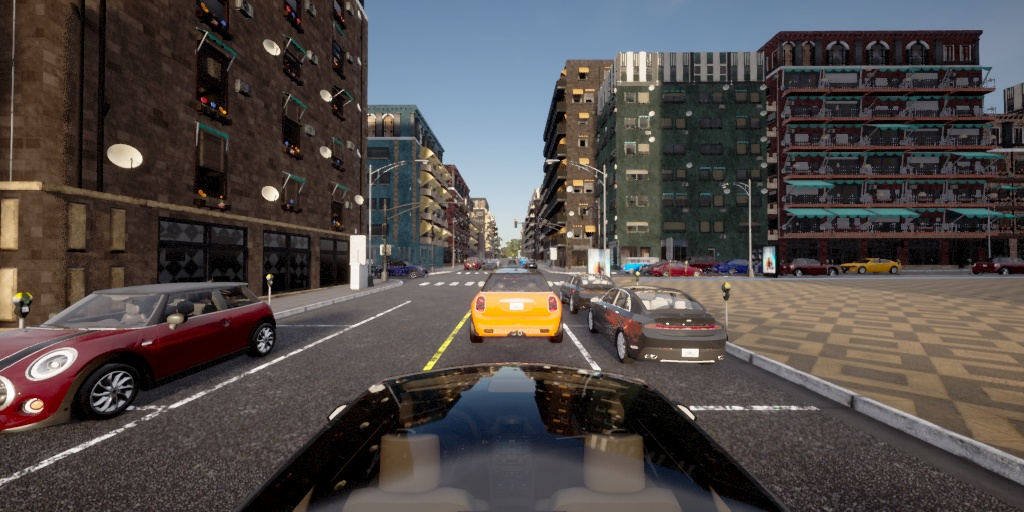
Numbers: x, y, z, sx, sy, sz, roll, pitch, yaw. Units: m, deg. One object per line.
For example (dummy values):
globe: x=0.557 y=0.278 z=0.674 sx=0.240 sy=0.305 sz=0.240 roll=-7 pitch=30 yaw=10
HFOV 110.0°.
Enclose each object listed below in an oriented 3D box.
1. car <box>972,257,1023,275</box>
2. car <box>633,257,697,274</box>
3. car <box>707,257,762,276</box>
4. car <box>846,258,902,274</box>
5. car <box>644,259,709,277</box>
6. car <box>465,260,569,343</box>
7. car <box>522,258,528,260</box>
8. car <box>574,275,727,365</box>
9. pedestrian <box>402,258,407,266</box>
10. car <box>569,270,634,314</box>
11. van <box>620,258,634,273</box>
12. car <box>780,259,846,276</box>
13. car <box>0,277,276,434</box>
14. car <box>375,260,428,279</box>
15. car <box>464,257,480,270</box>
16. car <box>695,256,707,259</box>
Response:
car: x=41.352 y=0.811 z=29.857 sx=4.097 sy=1.591 sz=1.967 roll=0 pitch=0 yaw=0
car: x=15.210 y=1.147 z=35.852 sx=4.902 sy=1.511 sz=2.128 roll=0 pitch=-1 yaw=0
car: x=20.964 y=1.041 z=32.611 sx=5.008 sy=1.535 sz=1.882 roll=0 pitch=-1 yaw=0
car: x=35.609 y=0.978 z=35.691 sx=5.008 sy=1.535 sz=1.882 roll=0 pitch=-1 yaw=0
car: x=13.715 y=1.162 z=30.062 sx=4.207 sy=1.307 sz=1.802 roll=0 pitch=0 yaw=0
car: x=0.100 y=1.104 z=9.848 sx=2.097 sy=1.767 sz=4.553 roll=0 pitch=0 yaw=0
car: x=2.704 y=1.334 z=51.631 sx=1.948 sy=1.339 sz=4.313 roll=0 pitch=0 yaw=0
car: x=2.822 y=1.302 z=7.868 sx=2.007 sy=1.370 sz=4.403 roll=0 pitch=0 yaw=0
pedestrian: x=-12.519 y=1.097 z=41.600 sx=0.375 sy=1.860 sz=0.375 roll=0 pitch=0 yaw=0
car: x=2.823 y=1.304 z=13.438 sx=2.007 sy=1.370 sz=4.403 roll=0 pitch=0 yaw=0
van: x=13.780 y=1.046 z=38.442 sx=3.998 sy=1.789 sz=1.690 roll=0 pitch=0 yaw=0
car: x=24.770 y=0.935 z=29.980 sx=4.097 sy=1.591 sz=1.967 roll=0 pitch=0 yaw=0
car: x=-5.818 y=1.191 z=5.635 sx=1.967 sy=1.591 sz=4.097 roll=0 pitch=0 yaw=0
car: x=-10.038 y=1.156 z=32.844 sx=4.553 sy=1.767 sz=2.097 roll=0 pitch=-1 yaw=0
car: x=-5.677 y=1.083 z=51.673 sx=2.192 sy=1.841 sz=5.009 roll=0 pitch=0 yaw=0
car: x=19.307 y=0.977 z=38.401 sx=5.009 sy=1.841 sz=2.192 roll=0 pitch=0 yaw=0
